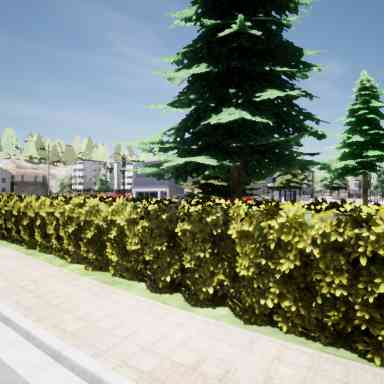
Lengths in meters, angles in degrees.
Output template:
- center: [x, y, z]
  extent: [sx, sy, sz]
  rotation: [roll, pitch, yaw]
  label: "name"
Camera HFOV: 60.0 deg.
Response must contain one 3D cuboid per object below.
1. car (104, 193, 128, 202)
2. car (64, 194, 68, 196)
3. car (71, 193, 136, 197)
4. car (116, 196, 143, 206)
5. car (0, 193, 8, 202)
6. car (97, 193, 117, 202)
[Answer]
- center: [-15.854, 1.096, 69.676]
  extent: [1.932, 1.855, 4.605]
  rotation: [0, 0, 44]
  label: "car"
- center: [-27.320, 1.151, 80.409]
  extent: [2.152, 1.636, 5.027]
  rotation: [0, 0, 44]
  label: "car"
- center: [-8.077, 1.221, 31.062]
  extent: [2.150, 2.045, 5.566]
  rotation: [0, 0, 44]
  label: "car"
- center: [-10.055, 1.383, 53.337]
  extent: [1.970, 1.475, 3.806]
  rotation: [0, 0, 44]
  label: "car"
- center: [-41.764, 1.095, 70.238]
  extent: [1.932, 1.855, 4.605]
  rotation: [0, 0, 44]
  label: "car"
- center: [-18.212, 1.075, 71.423]
  extent: [1.905, 1.878, 3.866]
  rotation: [0, 0, 44]
  label: "car"
